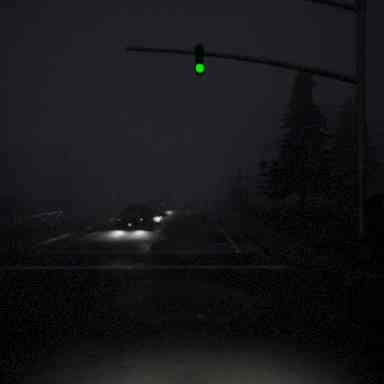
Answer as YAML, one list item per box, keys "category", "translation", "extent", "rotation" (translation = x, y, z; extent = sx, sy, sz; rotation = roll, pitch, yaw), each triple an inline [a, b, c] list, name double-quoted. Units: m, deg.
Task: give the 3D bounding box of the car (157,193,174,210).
- category: "car"
  translation: [-3.535, 1.140, 42.379]
  extent: [2.150, 2.045, 5.566]
  rotation: [0, 0, -2]

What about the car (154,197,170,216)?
- category: "car"
  translation: [-3.589, 1.486, 32.026]
  extent: [2.033, 1.411, 5.357]
  rotation: [0, 0, 0]

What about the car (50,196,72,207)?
- category: "car"
  translation: [-17.449, 1.288, 44.389]
  extent: [1.845, 1.501, 3.633]
  rotation: [0, 0, 0]

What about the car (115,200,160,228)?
- category: "car"
  translation: [-3.597, 1.505, 21.921]
  extent: [2.033, 1.411, 5.357]
  rotation: [0, 0, 0]

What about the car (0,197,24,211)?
- category: "car"
  translation: [-20.503, 1.313, 36.998]
  extent: [1.970, 1.475, 3.806]
  rotation: [0, 0, 0]

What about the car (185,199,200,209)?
- category: "car"
  translation: [0.014, 1.517, 43.342]
  extent: [1.895, 1.301, 4.718]
  rotation: [0, 0, 0]
